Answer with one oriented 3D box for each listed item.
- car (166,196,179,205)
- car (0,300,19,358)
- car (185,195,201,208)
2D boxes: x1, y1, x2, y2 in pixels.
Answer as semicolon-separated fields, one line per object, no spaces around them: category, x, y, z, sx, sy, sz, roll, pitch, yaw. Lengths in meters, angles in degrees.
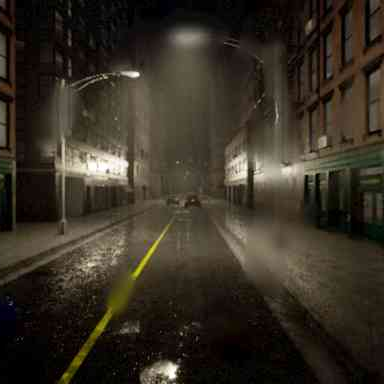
car;-3.012;1.278;52.987;2.033;1.411;5.357;0;0;0
car;-3.101;1.590;1.946;1.895;1.301;4.718;0;0;0
car;0.096;1.129;44.073;2.097;1.767;4.553;0;0;0
